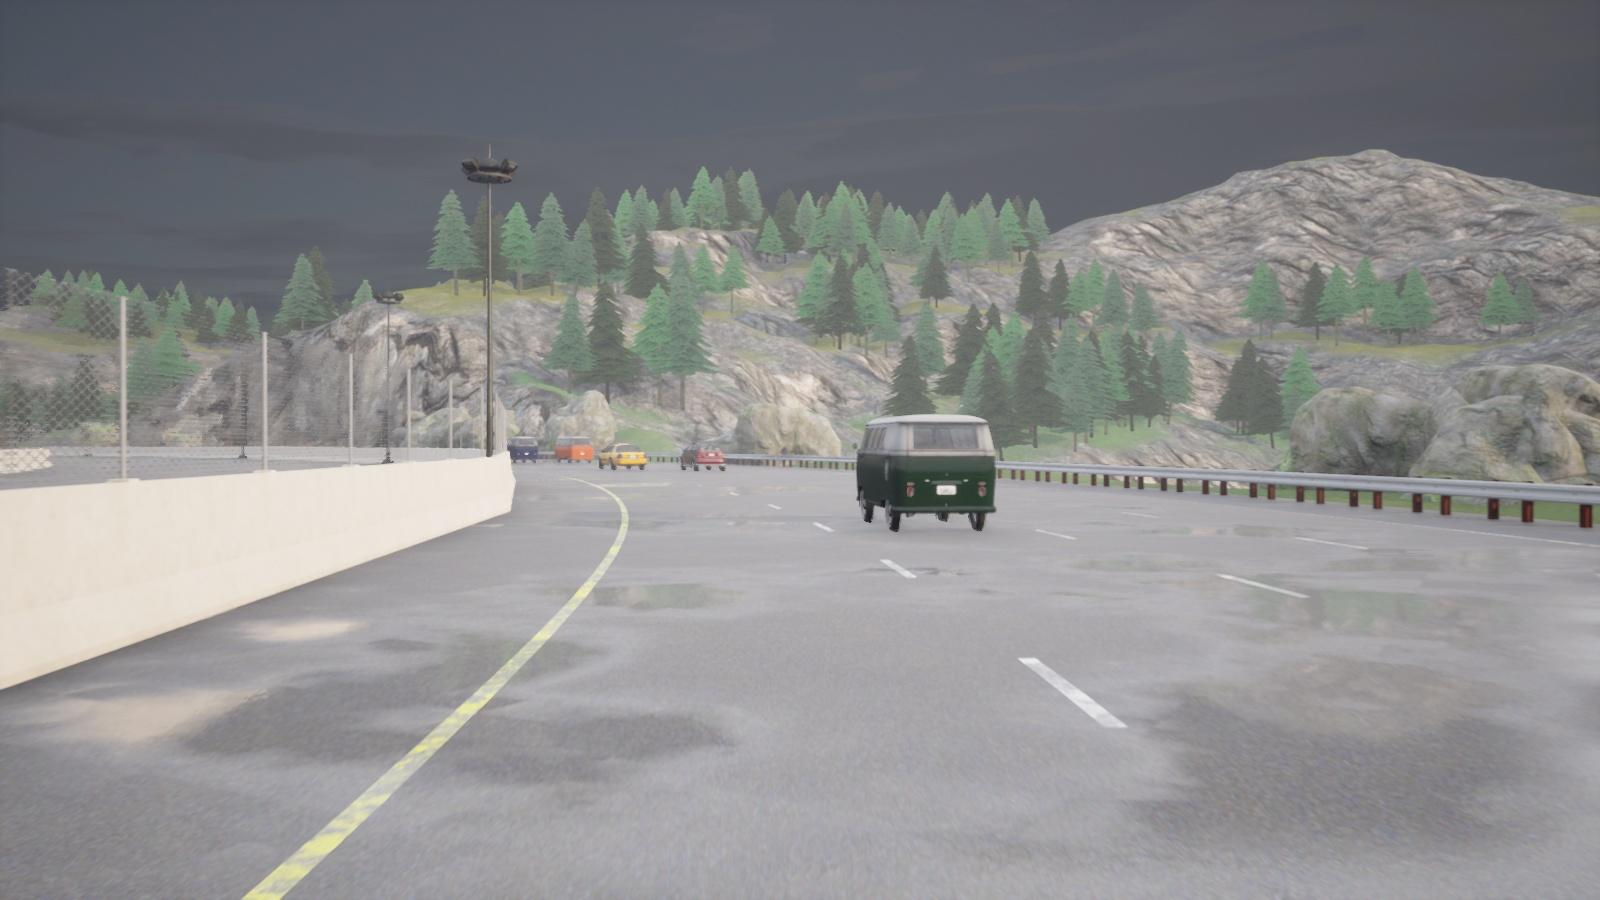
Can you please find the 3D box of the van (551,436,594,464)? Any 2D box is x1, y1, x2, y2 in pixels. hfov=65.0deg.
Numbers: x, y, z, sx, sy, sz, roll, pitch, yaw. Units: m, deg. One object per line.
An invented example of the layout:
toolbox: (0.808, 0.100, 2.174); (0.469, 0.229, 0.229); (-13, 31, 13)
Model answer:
van: (-16.675, -0.031, 91.961); (1.775, 1.987, 4.442); (0, 0, -29)

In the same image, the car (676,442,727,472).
car: (-5.309, 0.342, 67.280); (1.789, 1.549, 3.705); (0, 0, -21)

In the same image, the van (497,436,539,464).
van: (-20.685, -0.034, 91.974); (1.775, 1.987, 4.442); (0, 0, -29)

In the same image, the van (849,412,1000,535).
van: (2.111, 0.373, 22.610); (1.775, 1.987, 4.442); (0, 0, -7)

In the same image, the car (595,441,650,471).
car: (-9.868, 0.288, 69.368); (1.801, 1.575, 5.366); (0, 0, -22)
